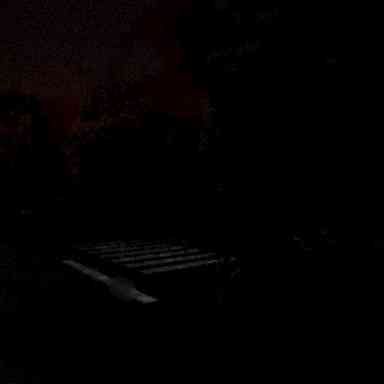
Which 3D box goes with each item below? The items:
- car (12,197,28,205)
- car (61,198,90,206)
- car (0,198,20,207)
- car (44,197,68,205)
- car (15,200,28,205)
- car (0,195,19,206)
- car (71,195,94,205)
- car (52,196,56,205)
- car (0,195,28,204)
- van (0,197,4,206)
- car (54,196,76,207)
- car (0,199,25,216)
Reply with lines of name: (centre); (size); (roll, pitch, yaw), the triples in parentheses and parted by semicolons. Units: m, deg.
car: (-36.829, 1.964, 71.303); (2.097, 1.767, 4.553); (1, -2, -40)
car: (-23.082, 1.915, 65.937); (5.008, 1.535, 2.097); (1, -1, -40)
car: (-33.656, 1.832, 59.481); (4.892, 1.521, 2.231); (1, -1, -40)
car: (-30.846, 2.072, 75.277); (4.553, 1.767, 2.185); (1, -2, -40)
car: (-43.075, 2.655, 83.975); (1.895, 1.301, 4.718); (1, -3, -40)
car: (-35.427, 1.635, 61.647); (5.566, 2.045, 2.435); (1, -1, -40)
car: (-21.161, 1.734, 63.590); (4.553, 1.767, 2.185); (1, -1, -40)
car: (-24.968, 1.717, 68.169); (5.566, 2.045, 2.435); (1, -2, -40)
car: (-31.933, 1.532, 57.449); (5.566, 2.045, 2.435); (1, -1, -40)
van: (-42.467, 1.967, 70.319); (4.442, 1.987, 1.878); (1, -2, -40)
car: (-22.438, 1.864, 58.510); (1.994, 1.385, 4.181); (1, -1, -33)
car: (-18.768, 1.687, 33.168); (1.895, 1.301, 4.718); (0, 0, -8)
